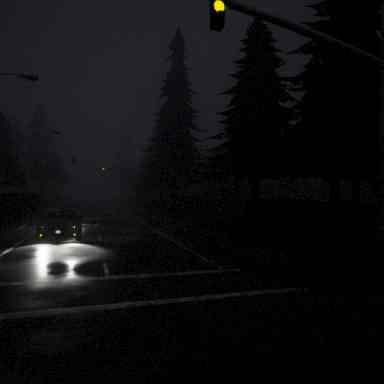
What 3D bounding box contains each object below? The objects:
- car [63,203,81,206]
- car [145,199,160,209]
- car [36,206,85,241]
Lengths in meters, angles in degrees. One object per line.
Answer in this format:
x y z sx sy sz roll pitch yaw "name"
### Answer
-9.726 1.629 26.928 2.033 1.411 5.357 1 0 -17 "car"
-4.527 1.780 49.848 4.902 1.511 2.128 1 0 -16 "car"
-6.671 1.639 17.012 1.994 1.385 4.181 1 0 -17 "car"
